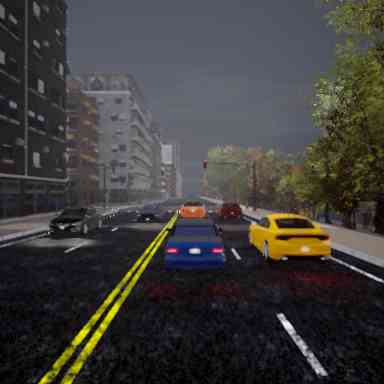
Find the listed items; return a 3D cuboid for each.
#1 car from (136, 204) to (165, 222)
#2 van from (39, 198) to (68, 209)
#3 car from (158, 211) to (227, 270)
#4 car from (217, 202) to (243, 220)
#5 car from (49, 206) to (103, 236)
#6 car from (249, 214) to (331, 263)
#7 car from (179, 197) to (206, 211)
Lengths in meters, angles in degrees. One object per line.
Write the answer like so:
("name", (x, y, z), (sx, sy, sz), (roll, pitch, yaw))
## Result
("car", (-3.327, 1.691, 27.673), (2.033, 1.411, 5.357), (0, 0, 0))
("van", (-22.716, 1.894, 54.585), (3.998, 1.788, 1.690), (-1, 1, -1))
("car", (0.089, 1.604, 11.202), (2.033, 1.411, 5.357), (0, 0, 0))
("car", (3.348, 1.633, 29.879), (1.882, 1.535, 5.008), (0, -1, 1))
("car", (-6.593, 1.605, 19.330), (1.837, 1.490, 4.892), (0, -1, 0))
("car", (3.339, 1.539, 12.254), (1.882, 1.535, 5.008), (0, 0, 0))
("car", (0.094, 1.498, 28.391), (2.097, 1.767, 4.553), (0, 0, 0))
